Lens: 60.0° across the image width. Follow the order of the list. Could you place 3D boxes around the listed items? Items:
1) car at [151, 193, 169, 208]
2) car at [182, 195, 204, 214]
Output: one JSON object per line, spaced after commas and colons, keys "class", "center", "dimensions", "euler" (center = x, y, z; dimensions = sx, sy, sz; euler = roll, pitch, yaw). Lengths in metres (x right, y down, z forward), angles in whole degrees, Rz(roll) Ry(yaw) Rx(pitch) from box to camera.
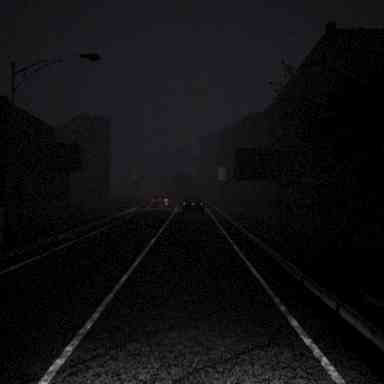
{"class": "car", "center": [-3.880, 0.951, 40.726], "dimensions": [2.097, 1.767, 4.553], "euler": [0, 1, -3]}
{"class": "car", "center": [0.082, 1.108, 32.287], "dimensions": [2.097, 1.767, 4.553], "euler": [0, 1, 0]}
